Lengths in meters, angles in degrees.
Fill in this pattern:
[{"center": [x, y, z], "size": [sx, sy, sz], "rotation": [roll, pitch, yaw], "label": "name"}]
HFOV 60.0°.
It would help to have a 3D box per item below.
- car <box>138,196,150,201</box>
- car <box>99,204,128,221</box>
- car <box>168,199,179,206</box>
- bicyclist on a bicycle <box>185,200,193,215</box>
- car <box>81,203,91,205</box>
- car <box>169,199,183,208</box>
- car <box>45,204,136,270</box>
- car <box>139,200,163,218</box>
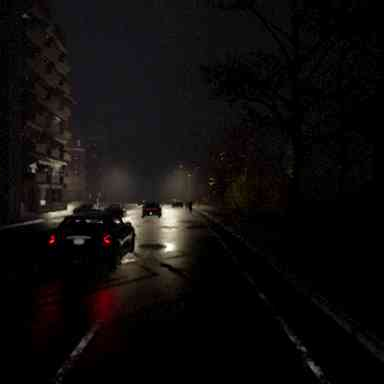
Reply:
[{"center": [-10.443, 1.787, 72.556], "size": [2.150, 2.045, 5.566], "rotation": [0, -1, -6], "label": "car"}, {"center": [-7.407, 1.883, 31.881], "size": [1.994, 1.385, 4.181], "rotation": [0, -1, -3], "label": "car"}, {"center": [-4.190, 2.263, 75.147], "size": [2.033, 1.411, 5.357], "rotation": [0, -1, -7], "label": "car"}, {"center": [-0.178, 1.735, 37.221], "size": [0.659, 1.776, 1.843], "rotation": [0, 0, -3], "label": "bicyclist on a bicycle"}, {"center": [-10.773, 1.893, 34.310], "size": [2.033, 1.411, 5.357], "rotation": [0, -1, -3], "label": "car"}, {"center": [-2.538, 2.061, 58.503], "size": [2.128, 1.511, 4.902], "rotation": [0, 0, -4], "label": "car"}, {"center": [-3.290, 1.471, 11.680], "size": [2.097, 1.767, 4.553], "rotation": [0, -1, -1], "label": "car"}, {"center": [-4.084, 1.846, 34.451], "size": [1.837, 1.490, 4.892], "rotation": [0, -1, -3], "label": "car"}]
